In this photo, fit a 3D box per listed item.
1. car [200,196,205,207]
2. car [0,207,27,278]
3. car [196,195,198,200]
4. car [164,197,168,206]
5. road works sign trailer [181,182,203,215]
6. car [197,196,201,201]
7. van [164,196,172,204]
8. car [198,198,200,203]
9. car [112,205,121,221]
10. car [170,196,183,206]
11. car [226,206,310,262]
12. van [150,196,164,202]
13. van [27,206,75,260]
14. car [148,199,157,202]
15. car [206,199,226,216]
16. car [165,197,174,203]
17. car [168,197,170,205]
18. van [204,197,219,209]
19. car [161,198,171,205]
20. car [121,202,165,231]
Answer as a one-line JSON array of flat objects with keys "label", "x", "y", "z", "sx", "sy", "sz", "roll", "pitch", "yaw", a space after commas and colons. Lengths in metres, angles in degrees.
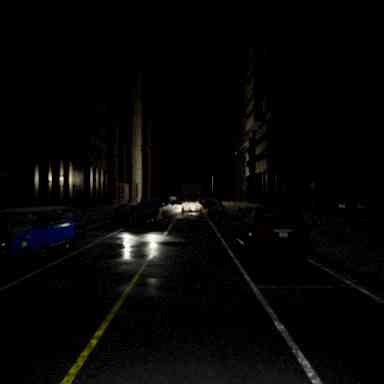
[{"label": "car", "x": 2.734, "y": 1.826, "z": 51.861, "sx": 1.967, "sy": 1.590, "sz": 4.097, "roll": 0, "pitch": 0, "yaw": 0}, {"label": "car", "x": -5.768, "y": 1.363, "z": 6.753, "sx": 2.192, "sy": 1.841, "sz": 5.009, "roll": 0, "pitch": 0, "yaw": 0}, {"label": "car", "x": 2.717, "y": 1.964, "z": 85.679, "sx": 2.192, "sy": 1.841, "sz": 5.009, "roll": 0, "pitch": 0, "yaw": 0}, {"label": "car", "x": -5.793, "y": 1.996, "z": 57.481, "sx": 1.947, "sy": 1.339, "sz": 4.313, "roll": 0, "pitch": 0, "yaw": 0}, {"label": "road works sign trailer", "x": -0.018, "y": 0.735, "z": 36.911, "sx": 2.380, "sy": 3.560, "sz": 2.880, "roll": 0, "pitch": 0, "yaw": 0}, {"label": "car", "x": 2.723, "y": 2.001, "z": 74.405, "sx": 1.967, "sy": 1.590, "sz": 4.097, "roll": 0, "pitch": 0, "yaw": 0}, {"label": "van", "x": -5.805, "y": 1.946, "z": 80.029, "sx": 1.690, "sy": 1.788, "sz": 3.998, "roll": 0, "pitch": 0, "yaw": 0}, {"label": "car", "x": 2.729, "y": 2.024, "z": 63.132, "sx": 2.008, "sy": 1.369, "sz": 4.403, "roll": 0, "pitch": 0, "yaw": 0}, {"label": "car", "x": -5.779, "y": 1.757, "z": 29.298, "sx": 1.887, "sy": 1.381, "sz": 4.507, "roll": 0, "pitch": 0, "yaw": 0}, {"label": "car", "x": -3.050, "y": 2.043, "z": 64.334, "sx": 1.994, "sy": 1.385, "sz": 4.181, "roll": 0, "pitch": 0, "yaw": 0}, {"label": "car", "x": 2.754, "y": 1.403, "z": 12.409, "sx": 2.192, "sy": 1.841, "sz": 5.009, "roll": 0, "pitch": 0, "yaw": 0}, {"label": "van", "x": -5.791, "y": 1.727, "z": 51.846, "sx": 1.690, "sy": 1.788, "sz": 3.998, "roll": 0, "pitch": 0, "yaw": 0}, {"label": "van", "x": -5.771, "y": 1.429, "z": 12.389, "sx": 1.690, "sy": 1.788, "sz": 3.998, "roll": 0, "pitch": 0, "yaw": 0}, {"label": "car", "x": -5.785, "y": 1.865, "z": 40.571, "sx": 1.947, "sy": 1.339, "sz": 4.313, "roll": 0, "pitch": 0, "yaw": 0}, {"label": "car", "x": 2.743, "y": 1.782, "z": 35.122, "sx": 1.752, "sy": 1.417, "sz": 4.829, "roll": 0, "pitch": 0, "yaw": 0}, {"label": "car", "x": -5.808, "y": 2.089, "z": 85.665, "sx": 1.967, "sy": 1.590, "sz": 4.097, "roll": 0, "pitch": 0, "yaw": 0}, {"label": "car", "x": -5.796, "y": 2.039, "z": 63.117, "sx": 1.947, "sy": 1.339, "sz": 4.313, "roll": 0, "pitch": 0, "yaw": 0}, {"label": "van", "x": 2.740, "y": 1.640, "z": 40.589, "sx": 1.690, "sy": 1.788, "sz": 3.998, "roll": 0, "pitch": 0, "yaw": 0}, {"label": "car", "x": -5.802, "y": 2.106, "z": 74.391, "sx": 1.887, "sy": 1.381, "sz": 4.507, "roll": 0, "pitch": 0, "yaw": 0}, {"label": "car", "x": -3.110, "y": 1.636, "z": 22.047, "sx": 1.882, "sy": 1.535, "sz": 5.008, "roll": 0, "pitch": 0, "yaw": 0}]
